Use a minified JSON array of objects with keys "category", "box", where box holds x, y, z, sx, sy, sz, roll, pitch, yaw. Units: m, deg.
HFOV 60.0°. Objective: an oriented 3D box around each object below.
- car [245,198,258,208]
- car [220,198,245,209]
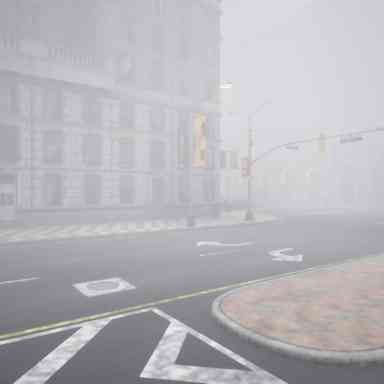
[{"category":"car","box":[7.080,1.564,46.199,1.994,1.385,4.181,0,0,-36]},{"category":"car","box":[4.065,1.547,44.383,2.033,1.411,5.357,0,0,-36]}]
